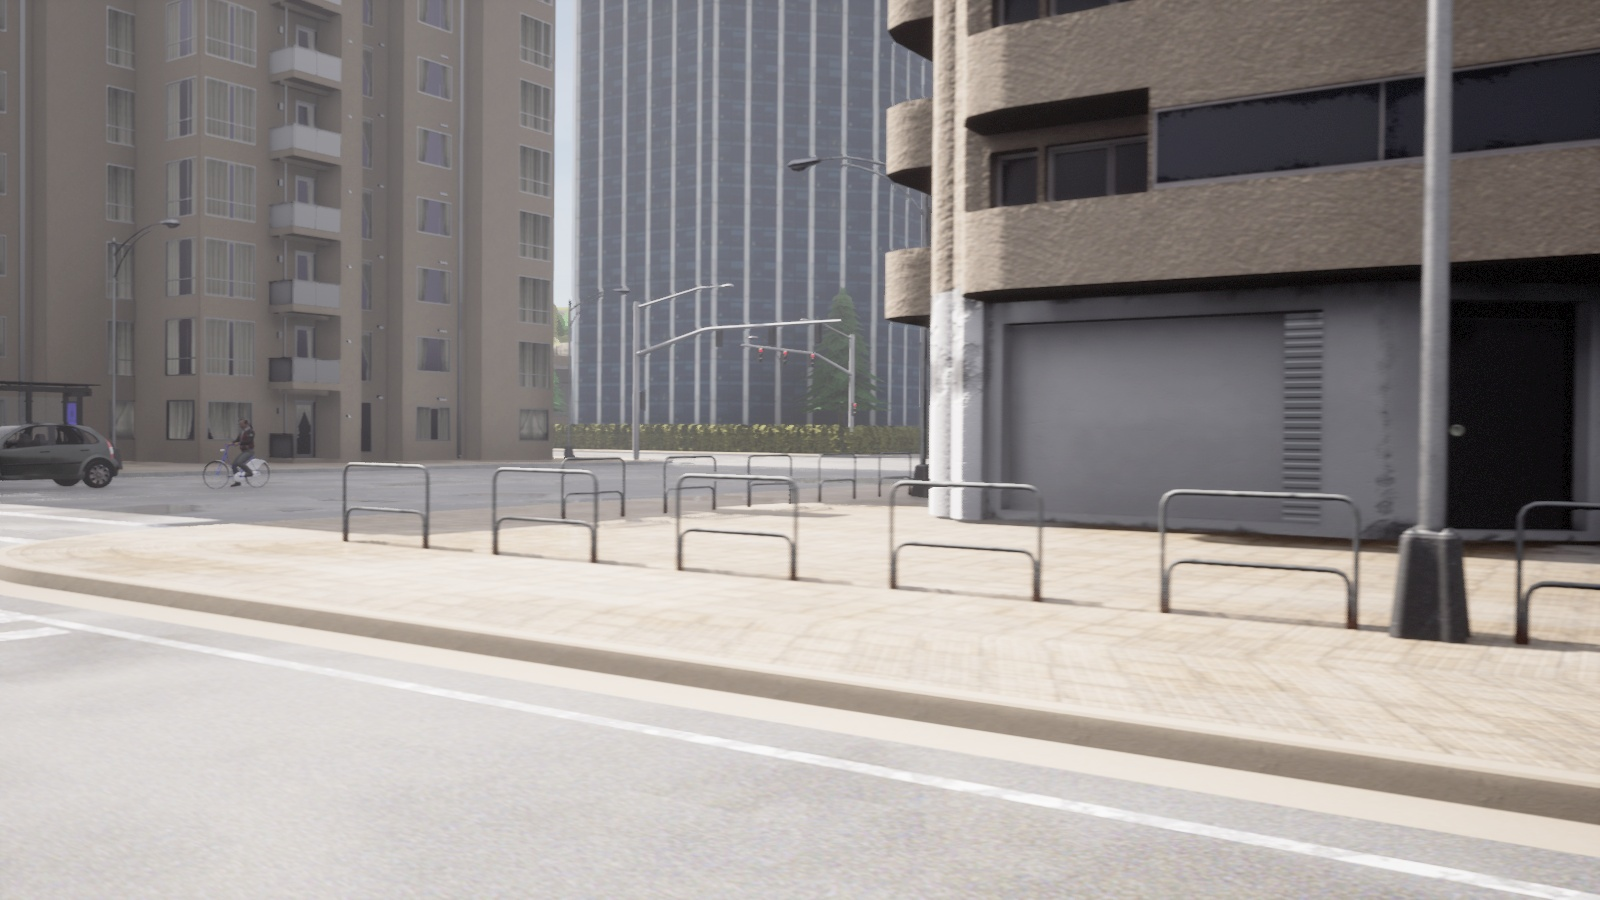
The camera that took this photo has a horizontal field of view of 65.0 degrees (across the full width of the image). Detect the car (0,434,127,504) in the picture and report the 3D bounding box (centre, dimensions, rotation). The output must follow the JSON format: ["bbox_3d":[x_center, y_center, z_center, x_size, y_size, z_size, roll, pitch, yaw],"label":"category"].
[{"bbox_3d":[-18.838,0.440,30.461,1.851,1.617,3.988,0,1,33],"label":"car"}]

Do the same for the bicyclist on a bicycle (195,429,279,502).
[{"bbox_3d":[-14.076,0.356,31.430,0.659,1.776,1.843,0,1,32],"label":"bicyclist on a bicycle"}]
